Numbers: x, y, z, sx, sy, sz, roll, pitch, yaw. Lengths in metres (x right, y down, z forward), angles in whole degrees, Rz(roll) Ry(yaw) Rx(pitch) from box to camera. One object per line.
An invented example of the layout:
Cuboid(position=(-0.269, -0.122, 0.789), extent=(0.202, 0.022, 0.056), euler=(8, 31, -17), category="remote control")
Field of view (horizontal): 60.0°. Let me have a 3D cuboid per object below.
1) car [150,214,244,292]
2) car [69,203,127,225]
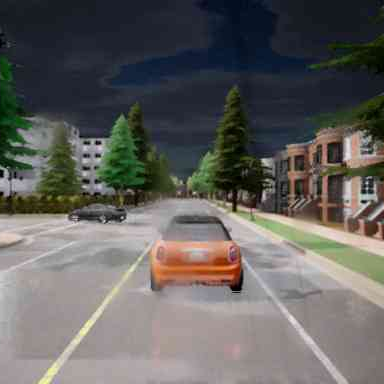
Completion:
Cuboid(position=(0.092, 1.404, 9.263), extent=(2.097, 1.767, 4.553), euler=(0, 0, -1), category="car")
Cuboid(position=(-7.343, 1.661, 25.720), extent=(4.892, 1.490, 1.837), euler=(0, -3, 27), category="car")
